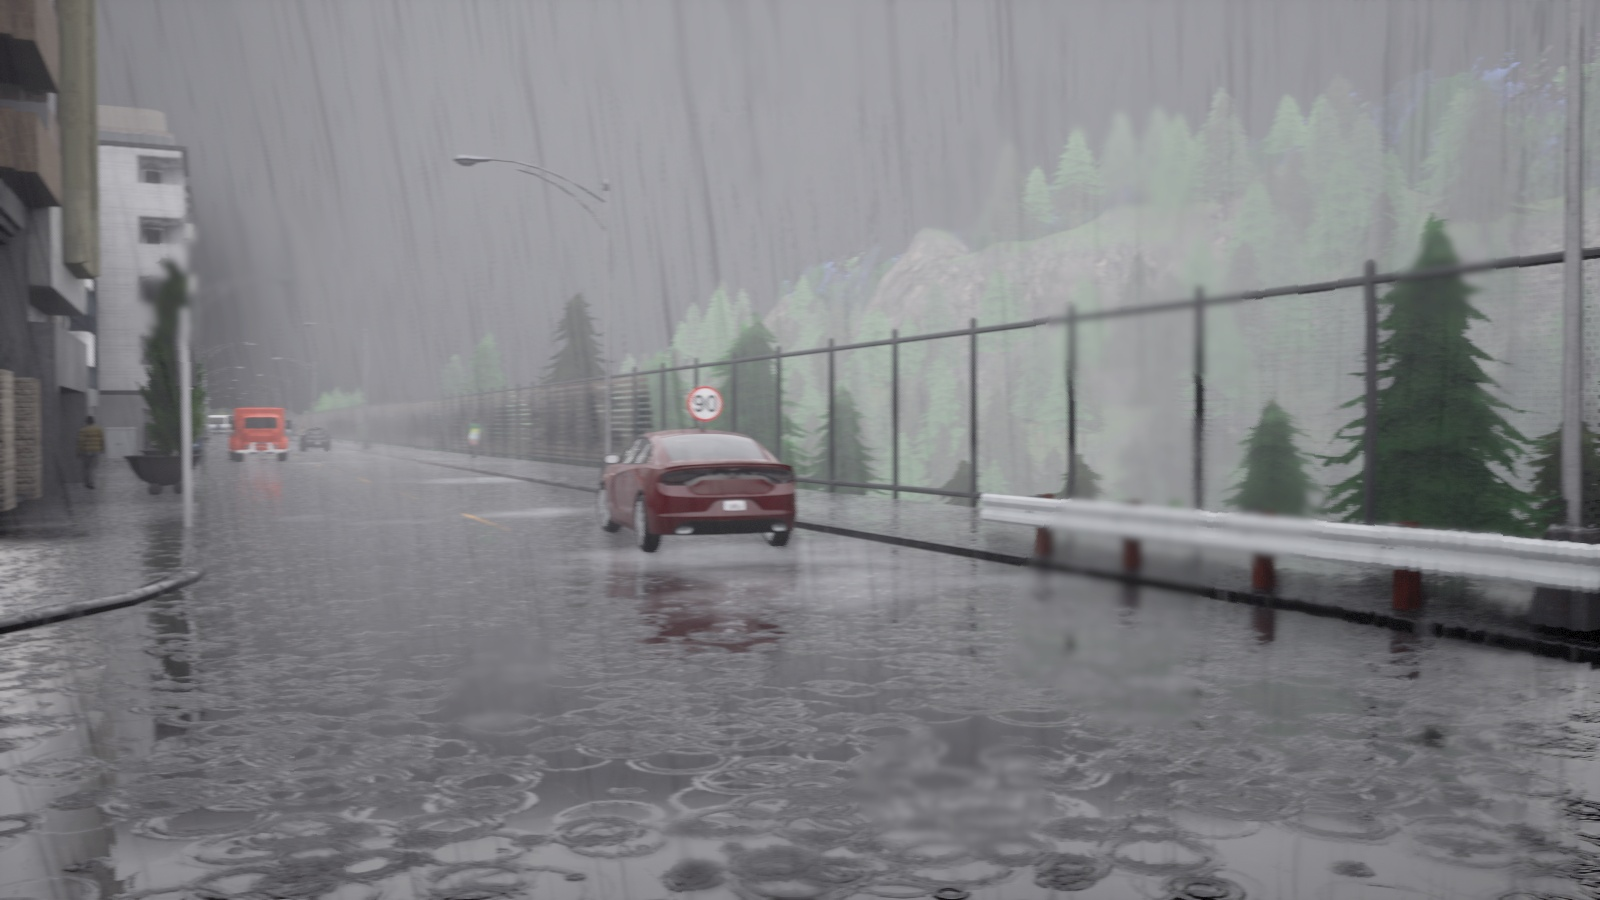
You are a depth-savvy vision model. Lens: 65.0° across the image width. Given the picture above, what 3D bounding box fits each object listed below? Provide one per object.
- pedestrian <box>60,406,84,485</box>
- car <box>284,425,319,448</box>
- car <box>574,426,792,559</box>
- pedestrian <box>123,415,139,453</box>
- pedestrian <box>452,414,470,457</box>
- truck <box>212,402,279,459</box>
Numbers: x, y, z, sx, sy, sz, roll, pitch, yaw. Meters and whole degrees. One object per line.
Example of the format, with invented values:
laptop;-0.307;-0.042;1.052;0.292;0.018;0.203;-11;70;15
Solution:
pedestrian;-17.314;-0.118;29.850;0.431;1.840;0.709;-1;1;-33
car;-31.848;-0.880;80.181;1.816;1.474;4.193;0;1;-26
car;-1.787;0.442;17.236;1.882;1.535;5.008;0;1;-18
pedestrian;-32.753;-0.799;61.491;0.634;1.844;0.899;-1;1;-29
pedestrian;-15.339;-0.670;56.827;0.659;1.952;0.873;0;1;-24
truck;-25.642;-0.910;57.960;2.627;2.467;5.204;0;1;-26
